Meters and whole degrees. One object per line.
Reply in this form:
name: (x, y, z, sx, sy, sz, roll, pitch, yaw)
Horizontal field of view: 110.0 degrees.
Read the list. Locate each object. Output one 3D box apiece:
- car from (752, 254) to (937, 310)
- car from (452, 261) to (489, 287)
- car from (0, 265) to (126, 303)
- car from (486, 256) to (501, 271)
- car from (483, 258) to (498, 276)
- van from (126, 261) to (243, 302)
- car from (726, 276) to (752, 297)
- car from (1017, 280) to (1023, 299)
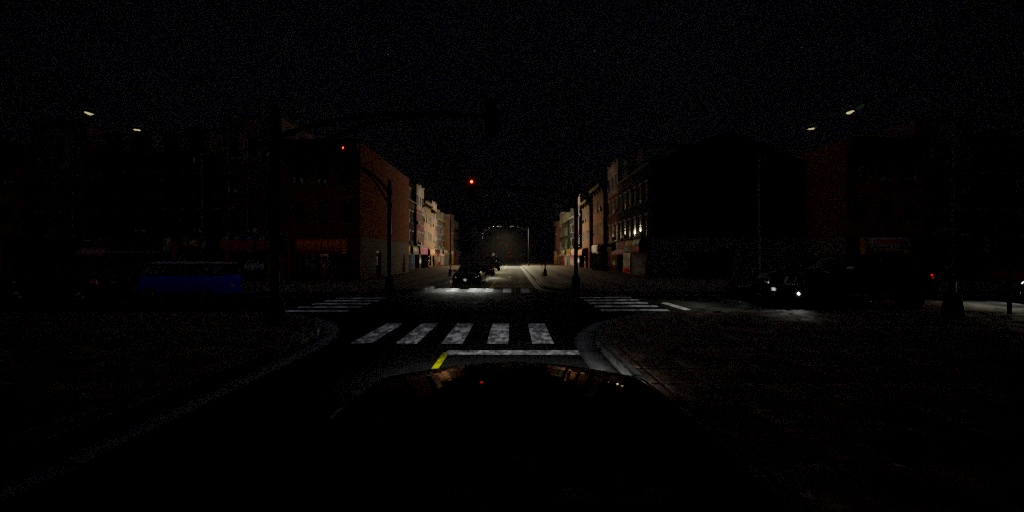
car: (12.975, 0.935, 14.003, 5.566, 2.045, 2.150, 0, 0, 0)
car: (-2.867, 1.269, 24.563, 1.837, 1.490, 4.892, 0, 0, 1)
car: (-20.189, 1.239, 16.449, 4.097, 1.591, 1.967, 0, 0, 0)
car: (-2.745, 1.001, 49.358, 2.150, 2.045, 5.566, 0, 0, 0)
car: (-2.775, 1.250, 37.131, 1.882, 1.535, 5.008, 0, 0, 0)
van: (-14.714, 1.124, 16.464, 3.998, 1.789, 1.690, 0, 0, 0)
car: (12.289, 1.267, 16.538, 4.403, 1.370, 2.007, 0, 0, 0)
car: (23.113, 1.047, 14.028, 4.553, 1.767, 2.097, 0, 0, 0)
